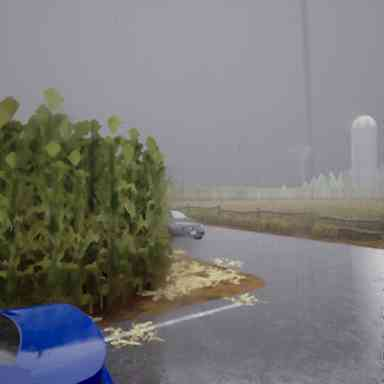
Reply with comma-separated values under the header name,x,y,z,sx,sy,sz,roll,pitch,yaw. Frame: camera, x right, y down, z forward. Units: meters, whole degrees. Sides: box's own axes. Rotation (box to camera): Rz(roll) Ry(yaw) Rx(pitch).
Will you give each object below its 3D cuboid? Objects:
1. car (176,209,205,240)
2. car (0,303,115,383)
name,x,y,z,sx,sy,sz,roll,pitch,yaw
car,-1.277,1.553,16.614,1.812,1.442,4.674,0,0,-35
car,-2.899,1.472,1.617,5.008,1.535,1.882,0,0,-34
